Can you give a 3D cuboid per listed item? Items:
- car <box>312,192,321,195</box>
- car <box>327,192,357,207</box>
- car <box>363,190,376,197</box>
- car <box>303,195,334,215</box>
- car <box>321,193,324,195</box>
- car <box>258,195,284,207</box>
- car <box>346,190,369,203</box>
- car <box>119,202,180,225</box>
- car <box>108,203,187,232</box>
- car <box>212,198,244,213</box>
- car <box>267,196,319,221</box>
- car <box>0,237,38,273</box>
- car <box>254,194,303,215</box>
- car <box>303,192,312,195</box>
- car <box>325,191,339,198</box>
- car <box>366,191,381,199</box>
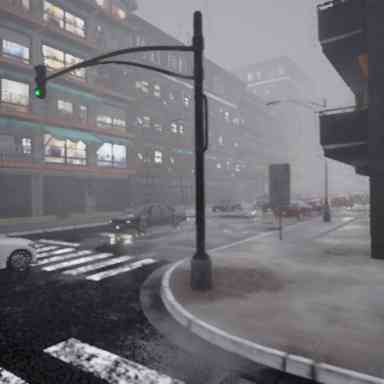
[{"bbox_3d":[19.922,0.743,56.408,1.967,1.590,4.097,0,1,35],"label":"car"},{"bbox_3d":[16.996,0.970,37.661,1.887,1.381,4.507,0,1,35],"label":"car"},{"bbox_3d":[40.396,0.315,75.687,2.033,1.411,5.357,-1,0,35],"label":"car"},{"bbox_3d":[10.493,1.180,28.395,1.802,1.307,4.206,0,1,35],"label":"car"},{"bbox_3d":[23.175,0.768,61.042,2.008,1.369,4.403,0,1,35],"label":"car"},{"bbox_3d":[10.163,1.144,42.511,1.802,1.307,4.206,0,1,35],"label":"car"},{"bbox_3d":[23.502,0.803,46.927,2.008,1.369,4.403,0,1,35],"label":"car"},{"bbox_3d":[-2.955,1.477,24.054,1.947,1.339,4.313,0,1,35],"label":"car"},{"bbox_3d":[-2.481,1.460,20.018,2.033,1.411,5.357,-1,0,35],"label":"car"},{"bbox_3d":[3.657,1.301,33.250,1.947,1.339,4.313,0,1,35],"label":"car"},{"bbox_3d":[7.298,1.229,23.721,1.887,1.381,4.507,0,1,35],"label":"car"},{"bbox_3d":[-6.560,1.646,8.806,1.812,1.442,4.674,-1,0,35],"label":"car"},{"bbox_3d":[7.709,1.153,29.134,2.128,1.511,4.902,-1,0,35],"label":"car"},{"bbox_3d":[16.669,0.955,51.777,1.947,1.339,4.313,0,1,35],"label":"car"},{"bbox_3d":[29.682,0.591,70.309,1.887,1.381,4.507,0,1,35],"label":"car"},{"bbox_3d":[33.261,0.546,60.825,2.008,1.369,4.403,0,1,35],"label":"car"}]
